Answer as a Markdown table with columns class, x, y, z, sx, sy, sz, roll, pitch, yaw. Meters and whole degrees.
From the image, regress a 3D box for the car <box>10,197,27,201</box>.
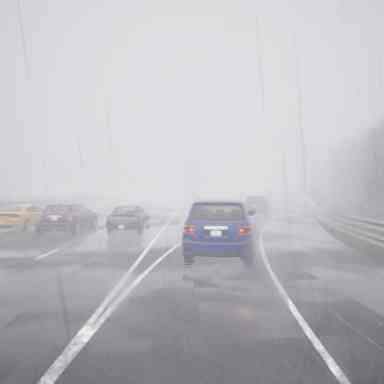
| class | x | y | z | sx | sy | sz | roll | pitch | yaw |
| --- | --- | --- | --- | --- | --- | --- | --- | --- | --- |
| car | -24.773 | 1.487 | 50.120 | 1.882 | 1.535 | 5.008 | 0 | 0 | 0 |

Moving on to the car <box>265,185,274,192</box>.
| class | x | y | z | sx | sy | sz | roll | pitch | yaw |
| --- | --- | --- | --- | --- | --- | --- | --- | --- | --- |
| car | 19.520 | -0.891 | 84.161 | 1.882 | 1.535 | 5.008 | 0 | 3 | 10 |

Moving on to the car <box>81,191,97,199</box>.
| class | x | y | z | sx | sy | sz | roll | pitch | yaw |
| --- | --- | --- | --- | --- | --- | --- | --- | --- | --- |
| car | -25.100 | 0.711 | 81.128 | 2.150 | 2.045 | 5.566 | 0 | 0 | -1 |

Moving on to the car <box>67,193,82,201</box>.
| class | x | y | z | sx | sy | sz | roll | pitch | yaw |
| --- | --- | --- | --- | --- | --- | --- | --- | --- | --- |
| car | -28.597 | 1.206 | 80.938 | 2.097 | 1.767 | 4.553 | 0 | 0 | -1 |

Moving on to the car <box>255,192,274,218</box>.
| class | x | y | z | sx | sy | sz | roll | pitch | yaw |
| --- | --- | --- | --- | --- | --- | --- | --- | --- | --- |
| car | 6.495 | 1.318 | 32.505 | 2.150 | 2.045 | 5.566 | 0 | 1 | 18 |

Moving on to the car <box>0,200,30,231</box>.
| class | x | y | z | sx | sy | sz | roll | pitch | yaw |
| --- | --- | --- | --- | --- | --- | --- | --- | --- | --- |
| car | -10.437 | 1.502 | 20.688 | 1.882 | 1.535 | 5.008 | 0 | 0 | 0 |

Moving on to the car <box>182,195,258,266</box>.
| class | x | y | z | sx | sy | sz | roll | pitch | yaw |
| --- | --- | --- | --- | --- | --- | --- | --- | --- | --- |
| car | 1.047 | 1.240 | 11.863 | 2.150 | 2.045 | 5.566 | 0 | 0 | 8 |

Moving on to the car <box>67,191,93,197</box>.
| class | x | y | z | sx | sy | sz | roll | pitch | yaw |
| --- | --- | --- | --- | --- | --- | --- | --- | --- | --- |
| car | -21.363 | 1.155 | 63.602 | 2.150 | 2.045 | 5.566 | 0 | 1 | -1 |

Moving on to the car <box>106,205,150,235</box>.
| class | x | y | z | sx | sy | sz | roll | pitch | yaw |
| --- | --- | --- | --- | --- | --- | --- | --- | --- | --- |
| car | -3.531 | 1.517 | 19.042 | 2.128 | 1.511 | 4.902 | 0 | 0 | 0 |

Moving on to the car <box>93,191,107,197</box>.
| class | x | y | z | sx | sy | sz | roll | pitch | yaw |
| --- | --- | --- | --- | --- | --- | --- | --- | --- | --- |
| car | -21.575 | 1.218 | 79.475 | 2.097 | 1.767 | 4.553 | 0 | 0 | -1 |

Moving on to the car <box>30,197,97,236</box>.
| class | x | y | z | sx | sy | sz | roll | pitch | yaw |
| --- | --- | --- | --- | --- | --- | --- | --- | --- | --- |
| car | -6.931 | 1.375 | 18.868 | 2.097 | 1.767 | 4.553 | 0 | 0 | 0 |

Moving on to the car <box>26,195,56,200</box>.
| class | x | y | z | sx | sy | sz | roll | pitch | yaw |
| --- | --- | --- | --- | --- | --- | --- | --- | --- | --- |
| car | -21.275 | 1.551 | 47.554 | 1.812 | 1.442 | 4.674 | 0 | 0 | 0 |

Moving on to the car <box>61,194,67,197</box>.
| class | x | y | z | sx | sy | sz | roll | pitch | yaw |
| --- | --- | --- | --- | --- | --- | --- | --- | --- | --- |
| car | -24.887 | 1.275 | 65.777 | 2.097 | 1.767 | 4.553 | 0 | 0 | -1 |

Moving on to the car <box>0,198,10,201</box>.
| class | x | y | z | sx | sy | sz | roll | pitch | yaw |
| --- | --- | --- | --- | --- | --- | --- | --- | --- | --- |
| car | -28.262 | 1.611 | 49.602 | 1.895 | 1.301 | 4.718 | 0 | 0 | 0 |

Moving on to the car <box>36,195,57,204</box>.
| class | x | y | z | sx | sy | sz | roll | pitch | yaw |
| --- | --- | --- | --- | --- | --- | --- | --- | --- | --- |
| car | -28.380 | 1.399 | 65.151 | 1.882 | 1.535 | 5.008 | 0 | 0 | -1 |

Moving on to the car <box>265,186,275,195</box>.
| class | x | y | z | sx | sy | sz | roll | pitch | yaw |
| --- | --- | --- | --- | --- | --- | --- | --- | --- | --- |
| car | 17.482 | -0.142 | 73.868 | 2.033 | 1.411 | 5.357 | 0 | 3 | 11 |
